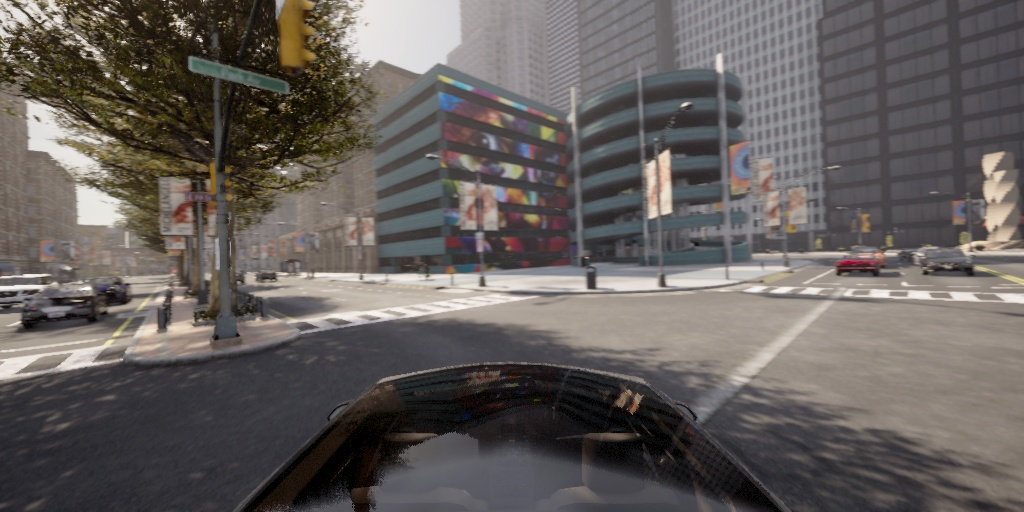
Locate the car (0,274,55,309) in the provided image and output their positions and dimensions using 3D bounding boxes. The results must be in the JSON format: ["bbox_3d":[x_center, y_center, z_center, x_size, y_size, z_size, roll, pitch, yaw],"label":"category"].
[{"bbox_3d":[-29.437,2.149,21.588,2.150,2.045,5.566,-2,0,-43],"label":"car"}]

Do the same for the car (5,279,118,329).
[{"bbox_3d":[-18.595,1.986,15.109,2.128,1.511,4.902,-2,0,-43],"label":"car"}]

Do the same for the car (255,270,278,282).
[{"bbox_3d":[-31.357,2.530,45.788,1.837,1.490,4.892,-2,0,-43],"label":"car"}]

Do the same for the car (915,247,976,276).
[{"bbox_3d":[24.848,0.290,20.637,4.892,1.490,1.837,-2,0,-43],"label":"car"}]

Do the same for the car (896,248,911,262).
[{"bbox_3d":[38.611,-0.146,34.226,1.895,1.301,4.718,-2,0,37],"label":"car"}]

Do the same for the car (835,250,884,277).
[{"bbox_3d":[21.498,0.519,22.289,4.718,1.301,1.895,-2,0,-43],"label":"car"}]

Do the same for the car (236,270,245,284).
[{"bbox_3d":[-32.448,2.569,41.755,1.837,1.490,4.892,-2,0,-43],"label":"car"}]

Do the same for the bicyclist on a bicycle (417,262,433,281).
[{"bbox_3d":[-7.805,1.383,32.057,1.656,1.620,0.582,-3,0,-43],"label":"bicyclist on a bicycle"}]

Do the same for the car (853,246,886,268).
[{"bbox_3d":[27.912,0.022,28.291,4.553,1.767,2.097,-2,0,-43],"label":"car"}]

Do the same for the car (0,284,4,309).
[{"bbox_3d":[-22.130,2.111,13.765,1.882,1.535,5.008,-2,0,-43],"label":"car"}]

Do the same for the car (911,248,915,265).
[{"bbox_3d":[31.570,0.050,26.914,4.674,1.442,1.812,-2,0,-43],"label":"car"}]

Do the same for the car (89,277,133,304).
[{"bbox_3d":[-25.469,2.124,22.462,2.097,1.767,4.553,-2,0,-43],"label":"car"}]
